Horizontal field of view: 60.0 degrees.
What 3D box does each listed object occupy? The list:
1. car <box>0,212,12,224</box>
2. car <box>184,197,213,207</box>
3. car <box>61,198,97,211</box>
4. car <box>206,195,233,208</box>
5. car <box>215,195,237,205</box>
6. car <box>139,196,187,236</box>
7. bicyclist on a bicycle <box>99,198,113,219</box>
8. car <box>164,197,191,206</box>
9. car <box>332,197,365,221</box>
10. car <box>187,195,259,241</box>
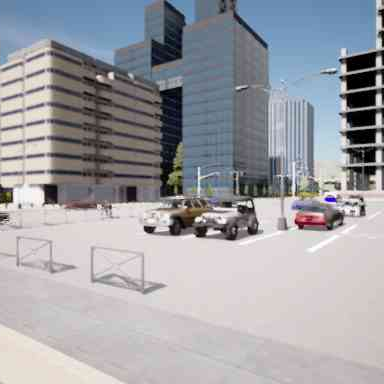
[{"bbox_3d":[-15.047,1.561,22.000,2.033,1.411,5.357,0,0,39],"label":"car"},{"bbox_3d":[1.033,1.507,51.411,2.128,1.511,4.902,0,0,34],"label":"car"},{"bbox_3d":[-14.112,1.546,41.646,1.812,1.442,4.674,0,0,34],"label":"car"},{"bbox_3d":[4.133,1.366,49.746,2.097,1.767,4.553,0,0,34],"label":"car"},{"bbox_3d":[6.084,1.368,59.035,2.097,1.767,4.553,0,0,34],"label":"car"},{"bbox_3d":[-0.619,1.159,17.544,1.932,1.855,4.605,0,0,34],"label":"car"},{"bbox_3d":[-6.848,1.314,26.504,1.656,1.620,0.582,0,0,34],"label":"bicyclist on a bicycle"},{"bbox_3d":[-2.498,1.574,58.807,2.033,1.411,5.357,0,0,34],"label":"car"},{"bbox_3d":[13.772,1.398,28.833,1.970,1.475,3.806,0,0,34],"label":"car"},{"bbox_3d":[1.748,1.160,15.878,1.905,1.878,3.866,0,0,34],"label":"car"}]
